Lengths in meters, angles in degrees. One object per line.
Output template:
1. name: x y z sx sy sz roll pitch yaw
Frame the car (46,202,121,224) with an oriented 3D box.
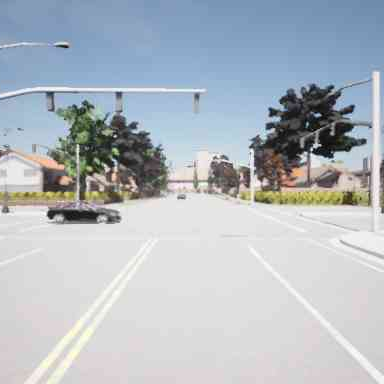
1. car: -7.304 1.424 22.623 4.902 1.511 2.128 1 0 1

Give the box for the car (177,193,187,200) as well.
1. car: -2.513 1.126 76.609 2.033 1.411 5.357 0 0 0

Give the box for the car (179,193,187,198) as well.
1. car: -2.382 1.026 92.441 2.033 1.411 5.357 0 0 0
